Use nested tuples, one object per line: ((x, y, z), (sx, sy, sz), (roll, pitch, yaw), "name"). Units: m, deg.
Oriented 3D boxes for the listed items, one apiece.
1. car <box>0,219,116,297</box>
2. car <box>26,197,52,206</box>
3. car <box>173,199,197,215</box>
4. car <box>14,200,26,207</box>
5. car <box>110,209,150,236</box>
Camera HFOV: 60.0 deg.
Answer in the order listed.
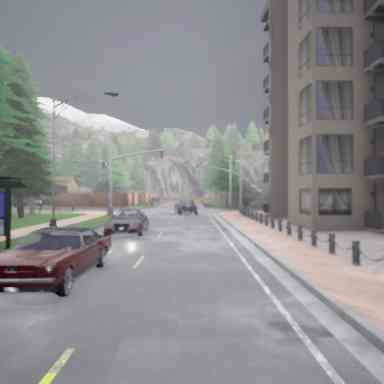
((-3.589, 1.647, 8.828), (1.895, 1.301, 4.718), (0, 0, 0), "car")
((-25.014, 1.445, 55.146), (1.932, 1.855, 4.605), (0, 0, -1), "car")
((-0.819, 1.546, 37.384), (2.097, 1.767, 4.553), (0, 0, -11), "car")
((-27.518, 1.445, 54.700), (1.905, 1.878, 3.866), (0, 0, -1), "car")
((-3.570, 1.663, 18.851), (1.994, 1.385, 4.181), (0, 0, 0), "car")
